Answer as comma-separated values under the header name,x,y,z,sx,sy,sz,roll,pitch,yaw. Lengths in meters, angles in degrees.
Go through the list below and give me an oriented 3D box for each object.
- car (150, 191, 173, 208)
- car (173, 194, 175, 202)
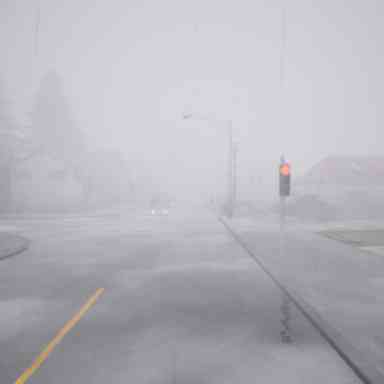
name,x,y,z,sx,sy,sz,roll,pitch,yaw
car,-4.089,0.922,42.788,2.150,2.045,5.566,0,0,0
car,-4.047,1.058,59.964,1.882,1.535,5.008,0,0,0
